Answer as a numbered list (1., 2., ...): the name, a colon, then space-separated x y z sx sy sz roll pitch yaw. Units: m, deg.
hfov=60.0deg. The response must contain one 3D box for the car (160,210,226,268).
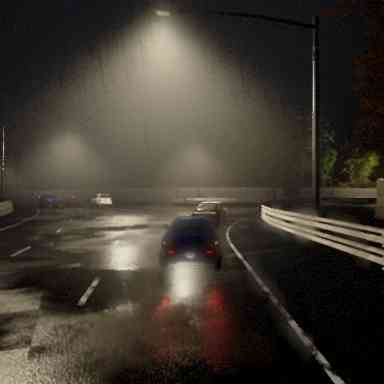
1. car: -0.005 1.544 11.277 1.812 1.442 4.674 0 0 1

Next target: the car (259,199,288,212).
1. car: 9.614 1.578 39.394 1.812 1.442 4.674 -1 0 41

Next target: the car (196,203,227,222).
1. car: 1.301 1.526 23.200 2.128 1.511 4.902 0 0 13

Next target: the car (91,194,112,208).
1. car: -13.796 1.314 50.405 2.150 2.045 5.566 0 0 -29

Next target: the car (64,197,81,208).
1. car: -18.454 1.577 51.470 1.882 1.535 5.008 0 0 -30

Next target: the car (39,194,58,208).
1. car: -21.691 1.322 50.148 2.150 2.045 5.566 0 0 -30
